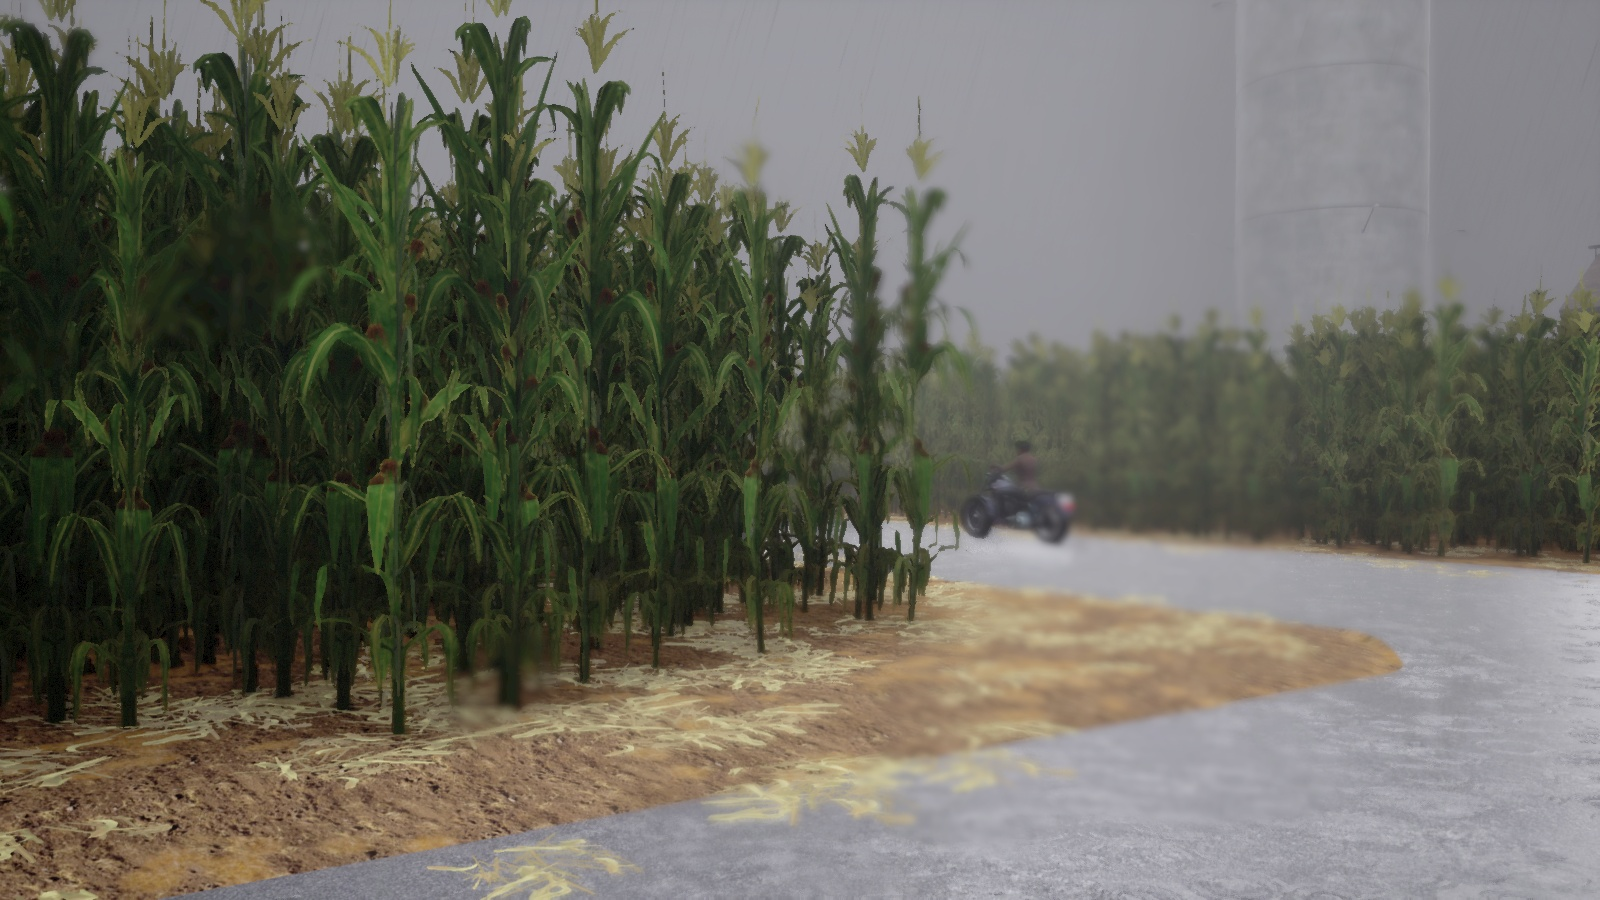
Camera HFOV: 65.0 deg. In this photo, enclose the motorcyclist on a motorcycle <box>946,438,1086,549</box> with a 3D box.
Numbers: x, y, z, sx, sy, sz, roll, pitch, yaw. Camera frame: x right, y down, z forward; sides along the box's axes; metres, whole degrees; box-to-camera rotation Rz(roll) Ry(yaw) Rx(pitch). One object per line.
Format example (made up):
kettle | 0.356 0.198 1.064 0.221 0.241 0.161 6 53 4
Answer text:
motorcyclist on a motorcycle | 3.397 0.661 19.954 0.766 1.649 2.350 0 -1 -34
